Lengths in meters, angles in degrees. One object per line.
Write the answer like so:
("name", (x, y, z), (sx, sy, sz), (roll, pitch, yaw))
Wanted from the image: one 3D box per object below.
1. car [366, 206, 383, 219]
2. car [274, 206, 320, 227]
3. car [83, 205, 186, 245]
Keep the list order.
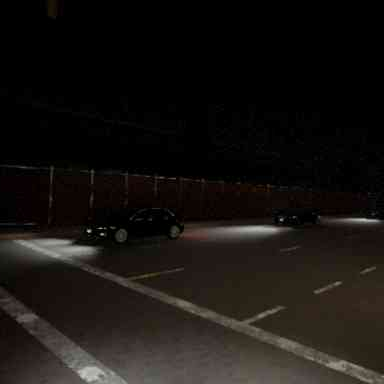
("car", (22.730, 2.434, 40.283), (2.128, 1.511, 4.902), (2, 0, 45))
("car", (8.176, 1.812, 25.676), (2.128, 1.511, 4.902), (2, 0, 45))
("car", (-2.401, 1.378, 14.965), (1.837, 1.490, 4.892), (2, 0, 45))
